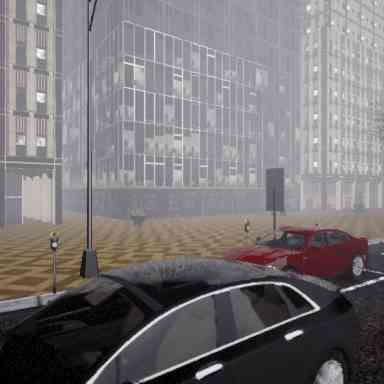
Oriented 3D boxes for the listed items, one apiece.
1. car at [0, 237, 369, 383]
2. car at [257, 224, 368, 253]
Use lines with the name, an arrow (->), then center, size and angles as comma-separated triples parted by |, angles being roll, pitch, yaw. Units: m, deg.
car -> -0.337, 1.505, 3.141 | 4.892, 1.490, 1.837 | 0, 0, -36
car -> 2.758, 1.545, 8.538 | 4.507, 1.381, 1.887 | 0, 0, -36
